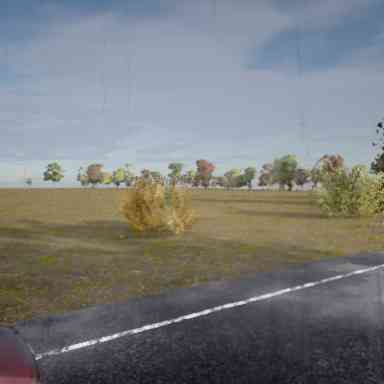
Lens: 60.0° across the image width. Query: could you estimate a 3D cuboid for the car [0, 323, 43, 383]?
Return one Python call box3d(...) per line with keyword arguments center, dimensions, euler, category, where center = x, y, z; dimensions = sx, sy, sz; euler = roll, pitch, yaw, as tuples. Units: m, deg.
box3d(center=(-3.052, 1.567, 1.783), dimensions=(4.181, 1.385, 1.994), euler=(0, 0, -36), category="car")
